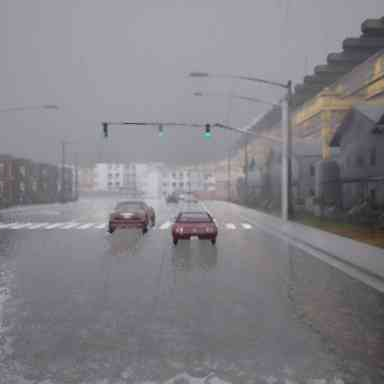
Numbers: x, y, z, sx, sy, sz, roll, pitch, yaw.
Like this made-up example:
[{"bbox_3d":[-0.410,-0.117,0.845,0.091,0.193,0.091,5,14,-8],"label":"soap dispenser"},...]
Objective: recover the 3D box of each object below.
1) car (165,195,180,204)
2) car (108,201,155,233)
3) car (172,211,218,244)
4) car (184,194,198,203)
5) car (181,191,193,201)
[{"bbox_3d":[-3.482,1.321,59.639,1.882,1.535,5.008,0,0,-3],"label":"car"},{"bbox_3d":[-3.392,1.300,19.537,2.097,1.767,4.553,0,0,0],"label":"car"},{"bbox_3d":[0.107,1.560,15.618,1.895,1.301,4.718,0,0,0],"label":"car"},{"bbox_3d":[-0.004,1.438,61.861,1.895,1.301,4.718,0,0,-3],"label":"car"},{"bbox_3d":[-1.260,0.902,71.785,2.150,2.045,5.566,0,0,-17],"label":"car"}]
